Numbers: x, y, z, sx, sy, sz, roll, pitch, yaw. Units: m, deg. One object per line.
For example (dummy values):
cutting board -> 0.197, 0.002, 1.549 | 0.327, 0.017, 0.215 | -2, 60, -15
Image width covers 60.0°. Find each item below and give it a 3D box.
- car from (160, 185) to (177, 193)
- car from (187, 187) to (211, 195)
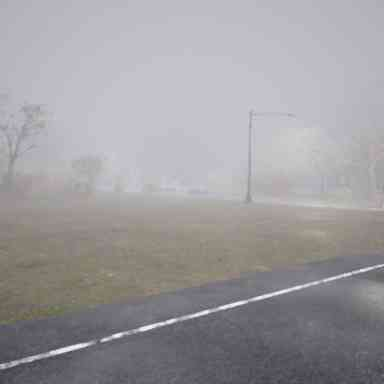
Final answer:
car -> -4.878, -0.633, 68.943 | 1.812, 1.442, 4.674 | 0, 2, -36
car -> 1.191, -0.187, 60.473 | 2.033, 1.411, 5.357 | 0, 2, -36
